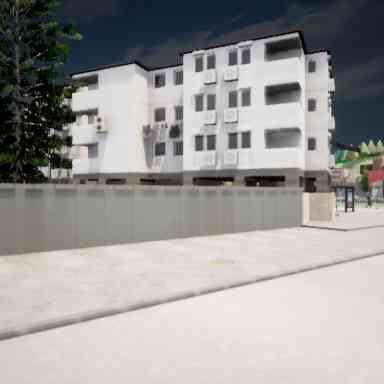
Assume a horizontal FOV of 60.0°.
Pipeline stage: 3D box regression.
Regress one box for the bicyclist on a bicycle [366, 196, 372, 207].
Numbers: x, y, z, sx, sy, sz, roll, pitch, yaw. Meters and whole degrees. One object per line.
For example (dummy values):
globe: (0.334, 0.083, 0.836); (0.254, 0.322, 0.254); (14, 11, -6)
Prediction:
bicyclist on a bicycle: (24.898, 1.324, 46.842); (1.656, 1.620, 0.582); (0, 0, -35)
